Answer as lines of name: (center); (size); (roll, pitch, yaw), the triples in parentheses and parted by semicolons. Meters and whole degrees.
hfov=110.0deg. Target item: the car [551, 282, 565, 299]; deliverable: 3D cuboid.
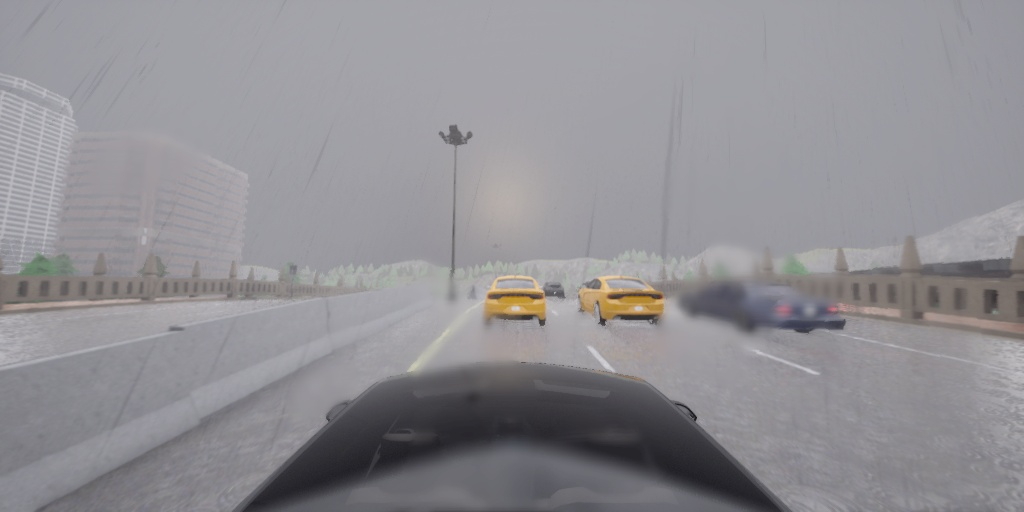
car: (3.613, 3.143, 32.556); (1.837, 1.490, 4.892); (0, -7, 0)

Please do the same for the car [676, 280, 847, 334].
car: (7.104, 1.451, 11.056); (2.033, 1.411, 5.357); (0, -2, 0)

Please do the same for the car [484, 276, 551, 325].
car: (0.105, 1.444, 12.669); (1.882, 1.535, 5.008); (0, -2, 0)

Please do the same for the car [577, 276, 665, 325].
car: (3.605, 1.445, 12.677); (1.882, 1.535, 5.008); (0, -2, 0)

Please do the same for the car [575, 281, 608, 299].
car: (7.113, 3.140, 32.529); (1.837, 1.490, 4.892); (0, -7, 0)
